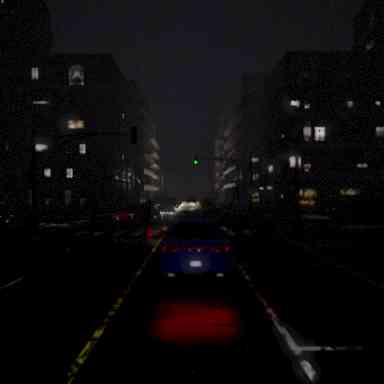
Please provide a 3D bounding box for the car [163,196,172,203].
[{"bbox_3d":[-5.827,1.885,79.980,1.967,1.590,4.097,0,0,0],"label":"car"}]

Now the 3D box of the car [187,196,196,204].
[{"bbox_3d":[-0.126,1.768,74.607,2.097,1.767,4.553,0,0,0],"label":"car"}]

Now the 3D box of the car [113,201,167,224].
[{"bbox_3d":[-4.442,1.721,26.505,4.674,1.442,1.812,-1,-1,44],"label":"car"}]

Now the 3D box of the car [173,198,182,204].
[{"bbox_3d":[-3.125,1.989,72.586,1.895,1.301,4.718,0,0,0],"label":"car"}]

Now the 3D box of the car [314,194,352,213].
[{"bbox_3d":[14.504,1.178,32.238,5.009,1.841,2.192,-1,1,-1],"label":"car"}]

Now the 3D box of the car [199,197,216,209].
[{"bbox_3d":[2.601,1.719,51.584,1.967,1.590,4.097,0,0,0],"label":"car"}]

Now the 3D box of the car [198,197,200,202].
[{"bbox_3d":[2.592,1.751,57.266,1.967,1.590,4.097,0,0,0],"label":"car"}]

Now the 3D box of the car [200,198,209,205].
[{"bbox_3d":[2.573,1.959,68.630,1.802,1.307,4.206,0,0,0],"label":"car"}]

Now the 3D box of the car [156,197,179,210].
[{"bbox_3d":[-3.154,1.780,43.257,2.033,1.411,5.357,0,0,-1],"label":"car"}]

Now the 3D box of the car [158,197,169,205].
[{"bbox_3d":[-5.808,1.817,68.615,1.967,1.590,4.097,0,0,0],"label":"car"}]

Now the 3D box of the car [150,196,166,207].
[{"bbox_3d":[-5.789,1.626,57.251,2.192,1.841,5.009,0,0,0],"label":"car"}]

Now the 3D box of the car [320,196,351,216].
[{"bbox_3d":[14.494,1.360,29.666,4.892,1.490,1.837,-1,0,1],"label":"car"}]

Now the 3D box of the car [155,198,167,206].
[{"bbox_3d":[-5.798,1.868,62.762,1.752,1.417,4.829,0,0,0],"label":"car"}]

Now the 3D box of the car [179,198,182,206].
[{"bbox_3d":[-3.169,1.638,52.740,2.097,1.767,4.553,0,0,0],"label":"car"}]

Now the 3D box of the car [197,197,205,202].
[{"bbox_3d":[2.534,2.065,91.359,2.008,1.369,4.403,0,0,0],"label":"car"}]

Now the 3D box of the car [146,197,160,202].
[{"bbox_3d":[-5.769,1.813,45.884,1.947,1.339,4.313,0,0,0],"label":"car"}]

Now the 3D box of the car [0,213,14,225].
[{"bbox_3d":[-16.720,2.021,26.137,4.718,1.301,1.895,-1,0,-1],"label":"car"}]

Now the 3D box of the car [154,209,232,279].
[{"bbox_3d":[0.084,1.530,10.263,1.882,1.535,5.008,0,0,0],"label":"car"}]

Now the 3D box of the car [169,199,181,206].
[{"bbox_3d":[-3.117,1.941,62.247,1.895,1.301,4.718,0,0,0],"label":"car"}]

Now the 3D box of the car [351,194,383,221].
[{"bbox_3d":[14.653,1.150,23.860,5.009,1.841,2.192,-1,1,-1],"label":"car"}]
